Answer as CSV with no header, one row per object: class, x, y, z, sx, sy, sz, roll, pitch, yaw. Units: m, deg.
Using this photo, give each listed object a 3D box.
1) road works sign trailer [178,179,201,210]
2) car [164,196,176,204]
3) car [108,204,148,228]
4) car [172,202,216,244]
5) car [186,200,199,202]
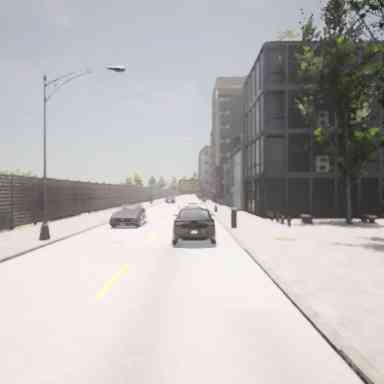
road works sign trailer,-0.231,0.413,35.714,2.380,3.560,2.880,-1,-2,-2
car,-4.047,1.481,62.546,2.128,1.511,4.902,0,0,1
car,-4.108,1.543,22.345,2.033,1.411,5.357,0,0,0
car,0.095,1.475,15.873,1.882,1.535,5.008,0,0,0
car,0.057,1.494,32.003,1.812,1.442,4.674,0,2,-1
